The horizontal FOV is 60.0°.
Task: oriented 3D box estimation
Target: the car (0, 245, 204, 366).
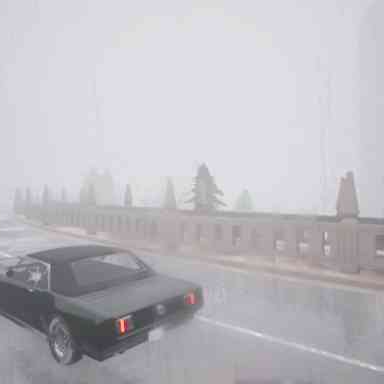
[{"bbox_3d":[-2.186,1.618,5.872,4.718,1.301,1.895,0,0,39],"label":"car"}]
